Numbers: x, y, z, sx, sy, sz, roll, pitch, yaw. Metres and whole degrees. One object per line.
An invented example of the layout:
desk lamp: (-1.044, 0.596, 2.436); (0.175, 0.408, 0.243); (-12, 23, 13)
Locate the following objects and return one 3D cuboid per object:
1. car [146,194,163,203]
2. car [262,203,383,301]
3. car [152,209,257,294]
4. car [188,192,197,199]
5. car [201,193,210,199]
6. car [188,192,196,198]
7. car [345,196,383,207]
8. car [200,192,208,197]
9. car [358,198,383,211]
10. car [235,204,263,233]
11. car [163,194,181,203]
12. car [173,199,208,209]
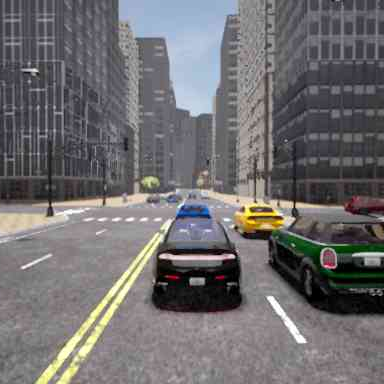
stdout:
car: (-6.523, 1.165, 55.970); (2.033, 1.411, 5.357); (0, 0, 0)
car: (3.356, 1.297, 8.313); (2.097, 1.767, 4.553); (0, 0, 0)
car: (0.104, 1.434, 8.601); (2.128, 1.511, 4.902); (0, 0, 0)
car: (0.059, 0.781, 80.875); (2.097, 1.767, 4.553); (0, 0, 0)
car: (3.310, 1.021, 80.934); (1.895, 1.301, 4.718); (0, 0, 0)
car: (0.067, 0.714, 90.907); (2.128, 1.511, 4.902); (0, 0, 0)
car: (16.222, 1.338, 29.691); (5.009, 1.841, 2.192); (1, 1, 1)
car: (3.317, 0.784, 90.935); (1.895, 1.301, 4.718); (0, 0, 0)
car: (21.837, 1.411, 37.974); (4.829, 1.417, 1.752); (1, 1, 1)
car: (3.362, 1.361, 17.493); (1.882, 1.535, 5.008); (0, 0, 0)
car: (-3.274, 1.144, 55.837); (1.812, 1.442, 4.674); (0, 0, 0)
car: (0.116, 1.357, 18.105); (1.882, 1.535, 5.008); (0, 0, 1)
